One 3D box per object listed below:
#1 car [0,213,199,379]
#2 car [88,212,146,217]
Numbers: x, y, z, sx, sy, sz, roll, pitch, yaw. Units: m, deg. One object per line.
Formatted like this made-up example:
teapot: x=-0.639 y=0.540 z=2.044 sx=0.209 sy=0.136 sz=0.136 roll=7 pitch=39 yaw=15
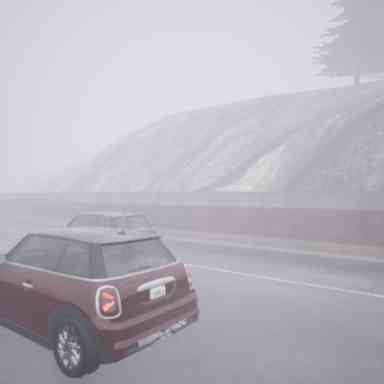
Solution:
car: x=-2.158 y=1.393 z=5.829 sx=4.553 sy=1.767 sz=2.097 roll=0 pitch=-1 yaw=37
car: x=-3.126 y=1.430 z=11.080 sx=4.553 sy=1.767 sz=2.097 roll=0 pitch=-1 yaw=39
